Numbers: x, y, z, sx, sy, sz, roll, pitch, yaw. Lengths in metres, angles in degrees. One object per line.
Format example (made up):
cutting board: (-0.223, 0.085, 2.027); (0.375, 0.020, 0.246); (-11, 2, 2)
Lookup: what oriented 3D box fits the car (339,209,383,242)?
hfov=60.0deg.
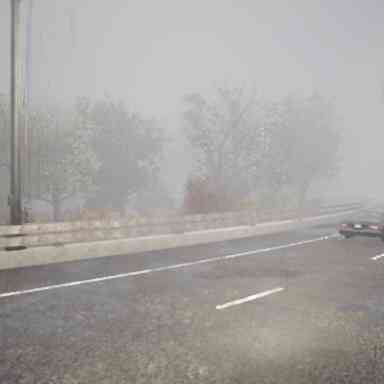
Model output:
car: (9.071, 1.548, 16.455); (2.033, 1.411, 5.357); (0, 0, 44)
